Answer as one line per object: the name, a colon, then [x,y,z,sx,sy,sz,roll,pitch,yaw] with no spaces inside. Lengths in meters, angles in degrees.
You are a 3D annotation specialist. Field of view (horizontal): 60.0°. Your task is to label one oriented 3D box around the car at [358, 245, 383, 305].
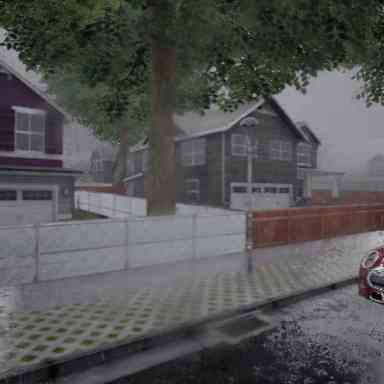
car: [5.495,1.317,6.987,4.553,1.767,2.097,0,0,-35]
